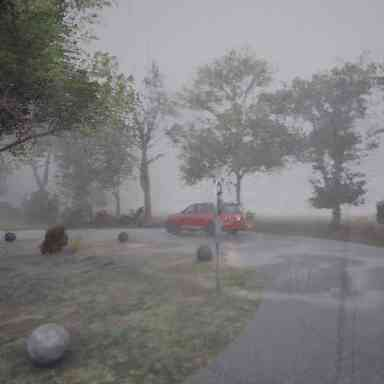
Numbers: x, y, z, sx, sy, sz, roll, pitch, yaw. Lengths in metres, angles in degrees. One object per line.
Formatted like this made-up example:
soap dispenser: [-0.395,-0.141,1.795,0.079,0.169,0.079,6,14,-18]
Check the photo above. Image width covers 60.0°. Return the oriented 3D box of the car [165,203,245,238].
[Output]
car: [0.733,1.723,21.171,5.566,2.045,2.150,-2,-3,42]
